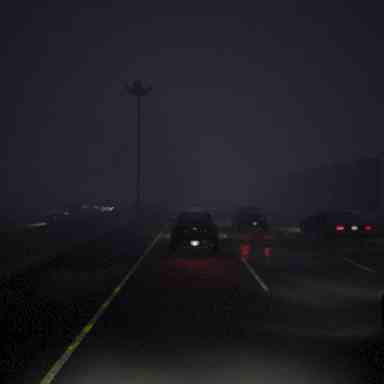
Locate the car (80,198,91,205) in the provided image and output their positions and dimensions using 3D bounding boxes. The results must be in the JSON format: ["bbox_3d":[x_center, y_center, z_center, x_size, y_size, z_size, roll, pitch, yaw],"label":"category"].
[{"bbox_3d":[-20.284,1.847,62.748,1.837,1.490,4.892,0,0,0],"label":"car"}]

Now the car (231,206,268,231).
[{"bbox_3d":[3.636,1.644,21.425,1.812,1.442,4.674,0,0,1],"label":"car"}]

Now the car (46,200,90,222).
[{"bbox_3d":[-10.494,1.681,28.039,1.812,1.442,4.674,0,0,1],"label":"car"}]

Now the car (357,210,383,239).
[{"bbox_3d":[10.604,1.696,17.138,1.895,1.301,4.718,0,0,0],"label":"car"}]

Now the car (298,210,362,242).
[{"bbox_3d":[7.105,1.642,17.044,2.033,1.411,5.357,0,0,0],"label":"car"}]

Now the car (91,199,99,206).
[{"bbox_3d":[-16.793,1.893,62.632,2.033,1.411,5.357,0,0,0],"label":"car"}]

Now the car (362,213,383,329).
[{"bbox_3d":[3.600,1.233,2.066,2.150,2.045,5.566,0,0,0],"label":"car"}]

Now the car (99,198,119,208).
[{"bbox_3d":[-13.409,1.869,55.114,1.994,1.385,4.181,0,0,1],"label":"car"}]

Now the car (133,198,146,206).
[{"bbox_3d":[-9.780,1.821,61.914,1.882,1.535,5.008,0,1,0],"label":"car"}]

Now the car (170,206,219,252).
[{"bbox_3d":[0.103,1.584,14.277,1.837,1.490,4.892,0,0,0],"label":"car"}]

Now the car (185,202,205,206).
[{"bbox_3d":[0.314,1.713,33.735,1.812,1.442,4.674,0,0,1],"label":"car"}]
